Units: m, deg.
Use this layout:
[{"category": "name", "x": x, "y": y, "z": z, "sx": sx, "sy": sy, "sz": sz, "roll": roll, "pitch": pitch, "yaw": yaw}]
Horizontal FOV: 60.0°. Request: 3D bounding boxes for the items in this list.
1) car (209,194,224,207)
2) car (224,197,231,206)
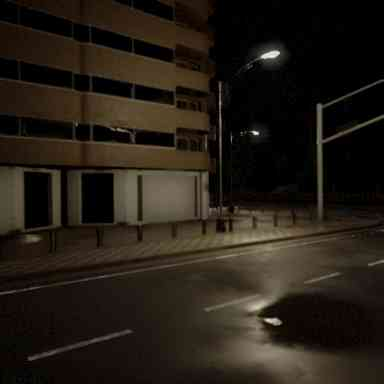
[{"category": "car", "x": 1.606, "y": 1.273, "z": 42.719, "sx": 1.812, "sy": 1.442, "sz": 4.674, "roll": -1, "pitch": 1, "yaw": -36}, {"category": "car", "x": 3.502, "y": 1.057, "z": 46.052, "sx": 2.097, "sy": 1.767, "sz": 4.553, "roll": -1, "pitch": 1, "yaw": -36}]
